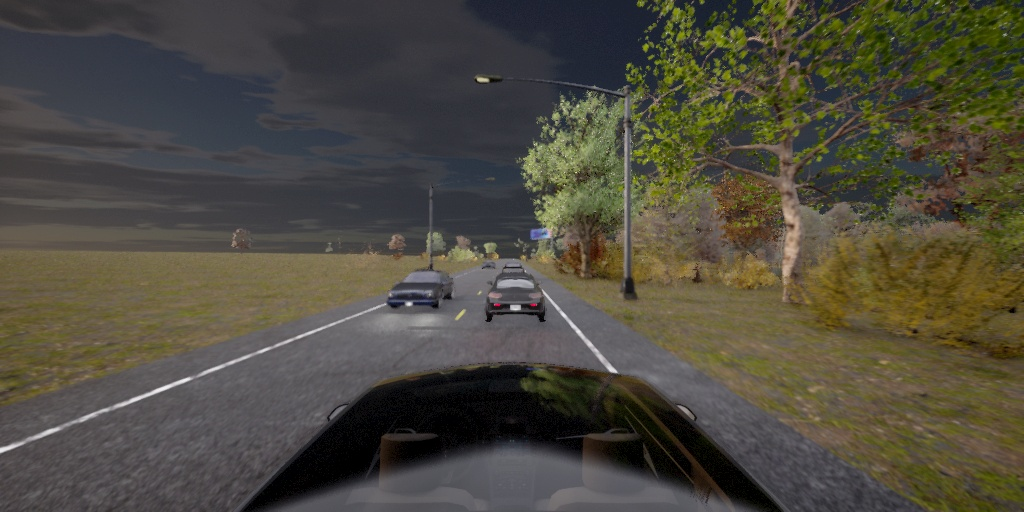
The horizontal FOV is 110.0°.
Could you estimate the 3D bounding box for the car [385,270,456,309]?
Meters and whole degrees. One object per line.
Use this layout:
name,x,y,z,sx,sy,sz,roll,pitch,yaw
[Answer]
car,-3.601,1.301,15.201,2.033,1.411,5.357,0,0,0

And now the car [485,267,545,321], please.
car,0.100,1.279,12.347,1.812,1.442,4.674,0,0,0

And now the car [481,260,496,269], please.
car,-3.569,1.338,54.993,1.994,1.385,4.181,0,0,0

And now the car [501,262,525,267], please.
car,0.100,1.252,30.243,2.128,1.511,4.902,0,0,0
